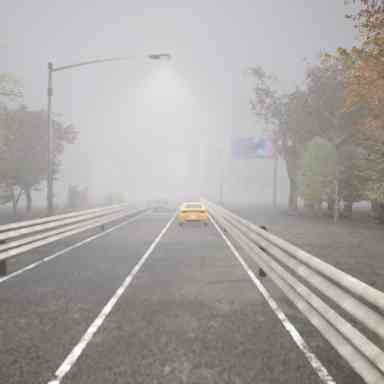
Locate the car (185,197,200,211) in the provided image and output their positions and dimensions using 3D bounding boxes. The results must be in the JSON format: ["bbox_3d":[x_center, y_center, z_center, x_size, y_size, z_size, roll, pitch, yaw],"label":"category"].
[{"bbox_3d":[0.064,1.493,42.644,1.882,1.535,5.008,0,0,0],"label":"car"}]

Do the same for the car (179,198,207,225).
[{"bbox_3d":[0.088,1.486,24.209,1.882,1.535,5.008,0,0,0],"label":"car"}]

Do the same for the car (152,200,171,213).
[{"bbox_3d":[-3.372,1.561,37.914,2.033,1.411,5.357,0,0,0],"label":"car"}]
